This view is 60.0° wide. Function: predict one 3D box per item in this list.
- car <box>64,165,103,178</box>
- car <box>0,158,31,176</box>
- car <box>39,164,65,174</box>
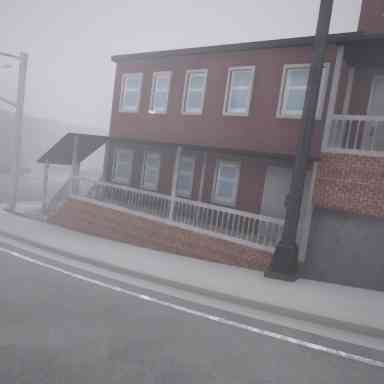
[{"bbox_3d":[-12.695,-2.382,40.965,1.895,1.301,4.718,11,7,35],"label":"car"},{"bbox_3d":[-18.572,-2.388,32.804,1.895,1.301,4.718,11,6,34],"label":"car"},{"bbox_3d":[-16.537,-2.945,41.541,1.895,1.301,4.718,11,7,35],"label":"car"}]
